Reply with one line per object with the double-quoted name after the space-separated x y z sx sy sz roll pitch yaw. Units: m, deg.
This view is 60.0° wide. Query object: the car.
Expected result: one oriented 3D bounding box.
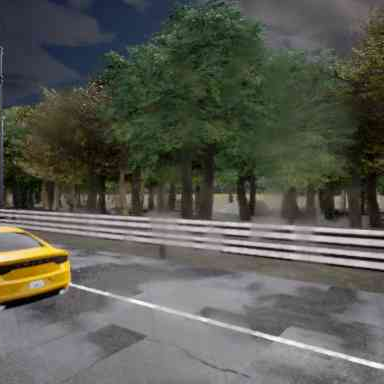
-4.786 1.502 7.398 5.008 1.535 1.882 0 0 36 "car"
